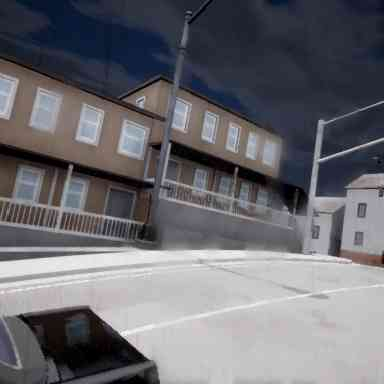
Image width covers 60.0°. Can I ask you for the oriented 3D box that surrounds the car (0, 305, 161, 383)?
[{"bbox_3d":[-2.662,1.590,2.076,4.718,1.301,1.895,0,0,-35],"label":"car"}]

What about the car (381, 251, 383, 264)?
[{"bbox_3d":[16.552,4.908,23.447,2.150,2.045,5.566,17,-11,-43],"label":"car"}]
